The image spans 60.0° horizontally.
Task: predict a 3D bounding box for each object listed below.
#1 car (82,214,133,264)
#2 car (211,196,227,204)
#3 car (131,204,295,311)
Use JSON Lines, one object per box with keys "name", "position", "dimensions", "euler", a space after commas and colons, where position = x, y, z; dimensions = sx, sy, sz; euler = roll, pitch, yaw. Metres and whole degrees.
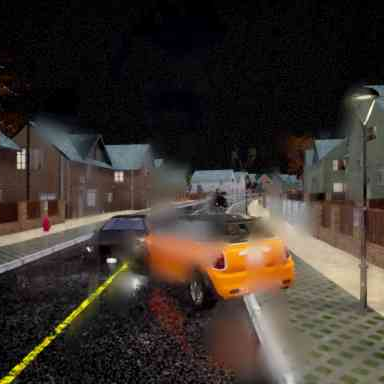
{"name": "car", "position": [-2.260, 1.531, 12.007], "dimensions": [2.033, 1.411, 5.357], "euler": [0, 0, 0]}
{"name": "car", "position": [3.593, 1.282, 43.980], "dimensions": [1.812, 1.442, 4.674], "euler": [0, 1, 11]}
{"name": "car", "position": [0.273, 1.308, 8.151], "dimensions": [2.097, 1.767, 4.553], "euler": [-2, -1, -26]}
